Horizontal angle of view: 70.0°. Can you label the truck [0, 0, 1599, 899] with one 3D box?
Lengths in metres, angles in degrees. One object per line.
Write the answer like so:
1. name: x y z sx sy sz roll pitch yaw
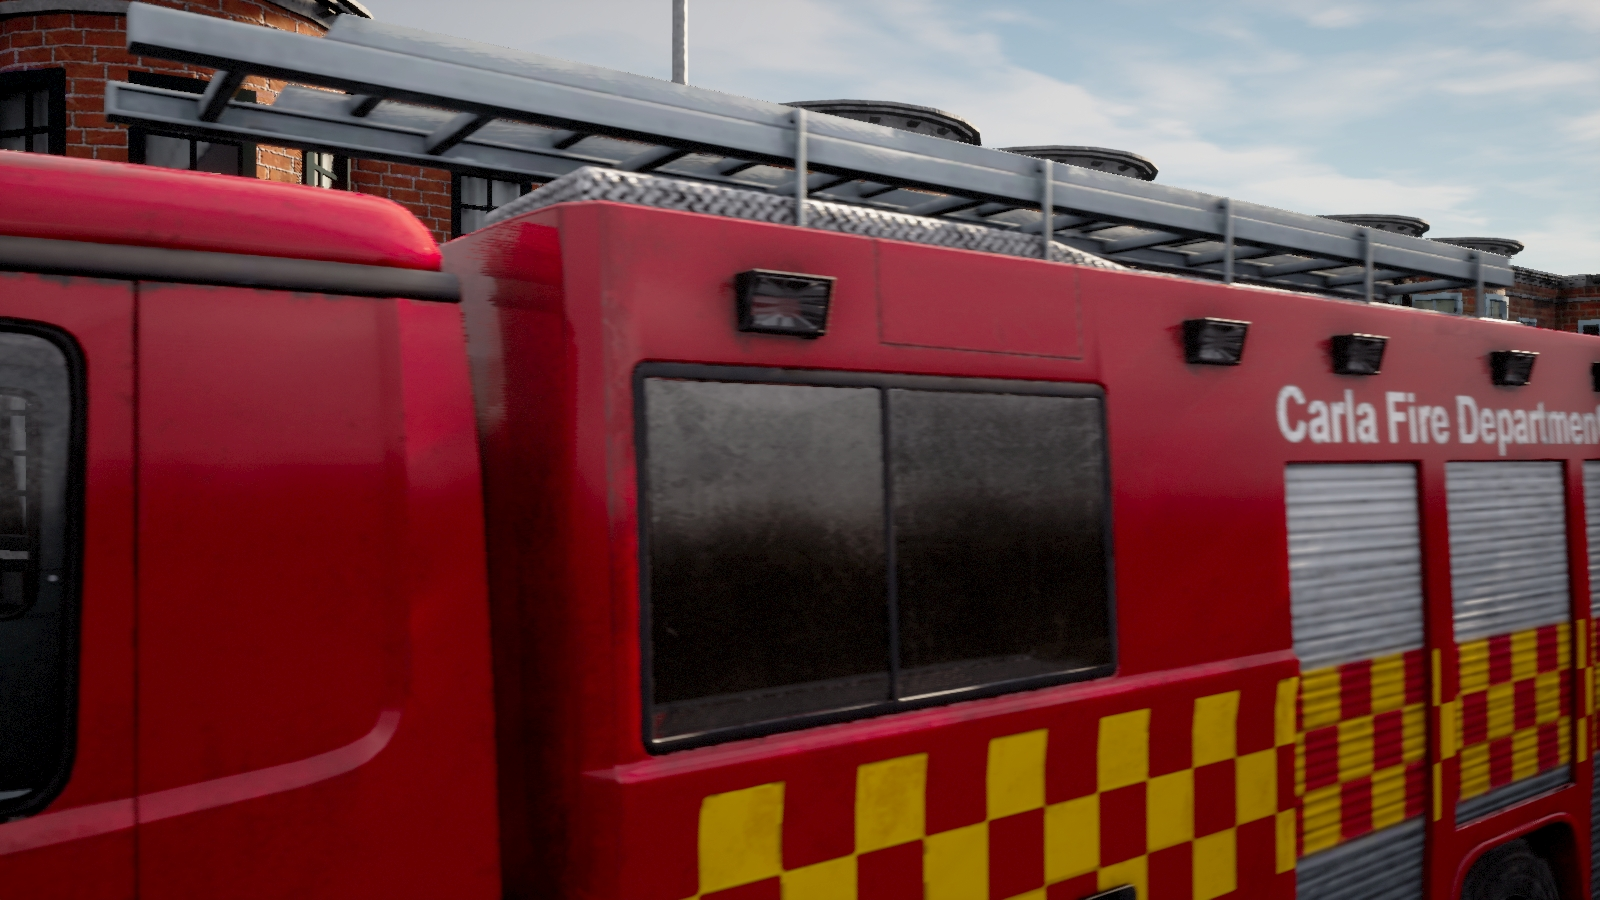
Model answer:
1. truck: 0.251 0.669 4.579 8.468 3.827 2.891 0 0 -35
